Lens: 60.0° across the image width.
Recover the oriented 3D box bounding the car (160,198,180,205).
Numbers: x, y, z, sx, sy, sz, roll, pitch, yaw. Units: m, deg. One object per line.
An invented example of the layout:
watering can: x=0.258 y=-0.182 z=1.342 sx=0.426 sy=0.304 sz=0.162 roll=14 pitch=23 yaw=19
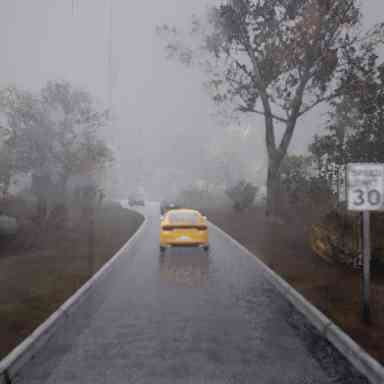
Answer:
car: x=-2.245 y=1.384 z=34.494 sx=2.097 sy=1.767 sz=4.553 roll=0 pitch=0 yaw=-7

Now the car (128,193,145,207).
car: x=-8.529 y=1.398 z=51.728 sx=2.097 sy=1.767 sz=4.553 roll=0 pitch=0 yaw=-12

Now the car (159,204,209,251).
car: x=-0.380 y=1.491 z=14.356 sx=1.882 sy=1.535 sz=5.008 roll=0 pitch=0 yaw=-3

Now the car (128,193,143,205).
car: x=-10.188 y=1.273 z=59.531 sx=2.150 sy=2.045 sz=5.566 roll=0 pitch=0 yaw=-14
